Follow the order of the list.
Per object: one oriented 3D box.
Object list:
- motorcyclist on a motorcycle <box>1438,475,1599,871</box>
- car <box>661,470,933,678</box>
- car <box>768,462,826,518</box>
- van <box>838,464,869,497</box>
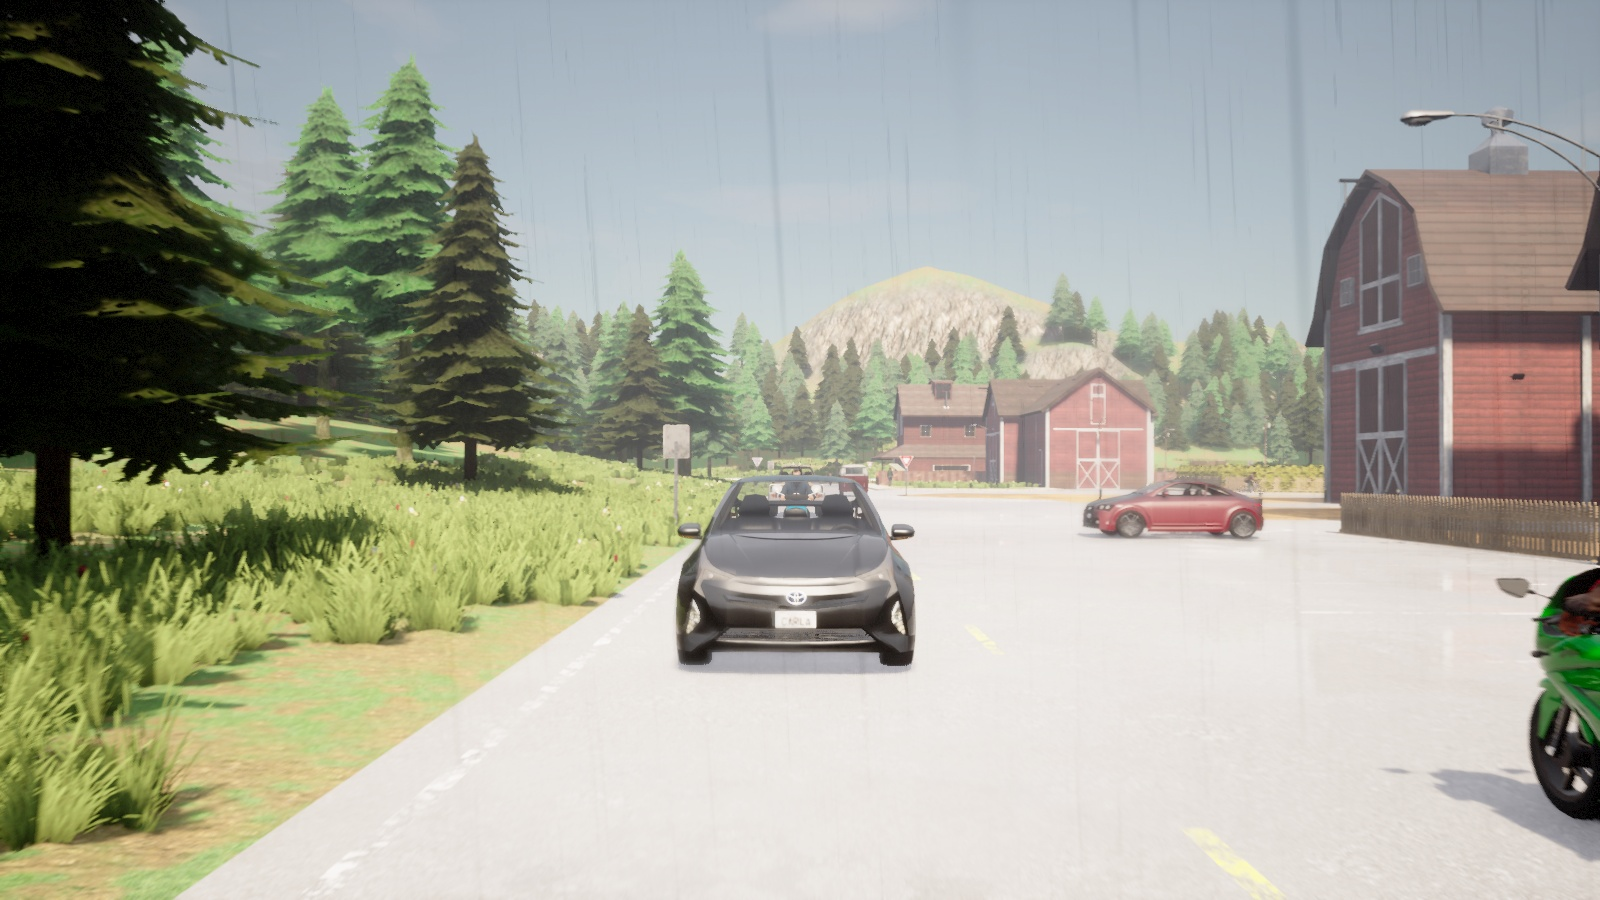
[{"bbox_3d":[3.487,0.867,5.035,0.797,1.523,2.044,0,-1,0],"label":"motorcyclist on a motorcycle"},{"bbox_3d":[-0.028,0.955,11.565,2.007,1.525,4.514,0,-1,0],"label":"car"},{"bbox_3d":[-0.107,1.369,44.065,1.932,1.855,4.605,0,-1,0],"label":"car"},{"bbox_3d":[3.310,1.868,78.503,1.775,1.987,4.442,0,-1,0],"label":"van"}]
